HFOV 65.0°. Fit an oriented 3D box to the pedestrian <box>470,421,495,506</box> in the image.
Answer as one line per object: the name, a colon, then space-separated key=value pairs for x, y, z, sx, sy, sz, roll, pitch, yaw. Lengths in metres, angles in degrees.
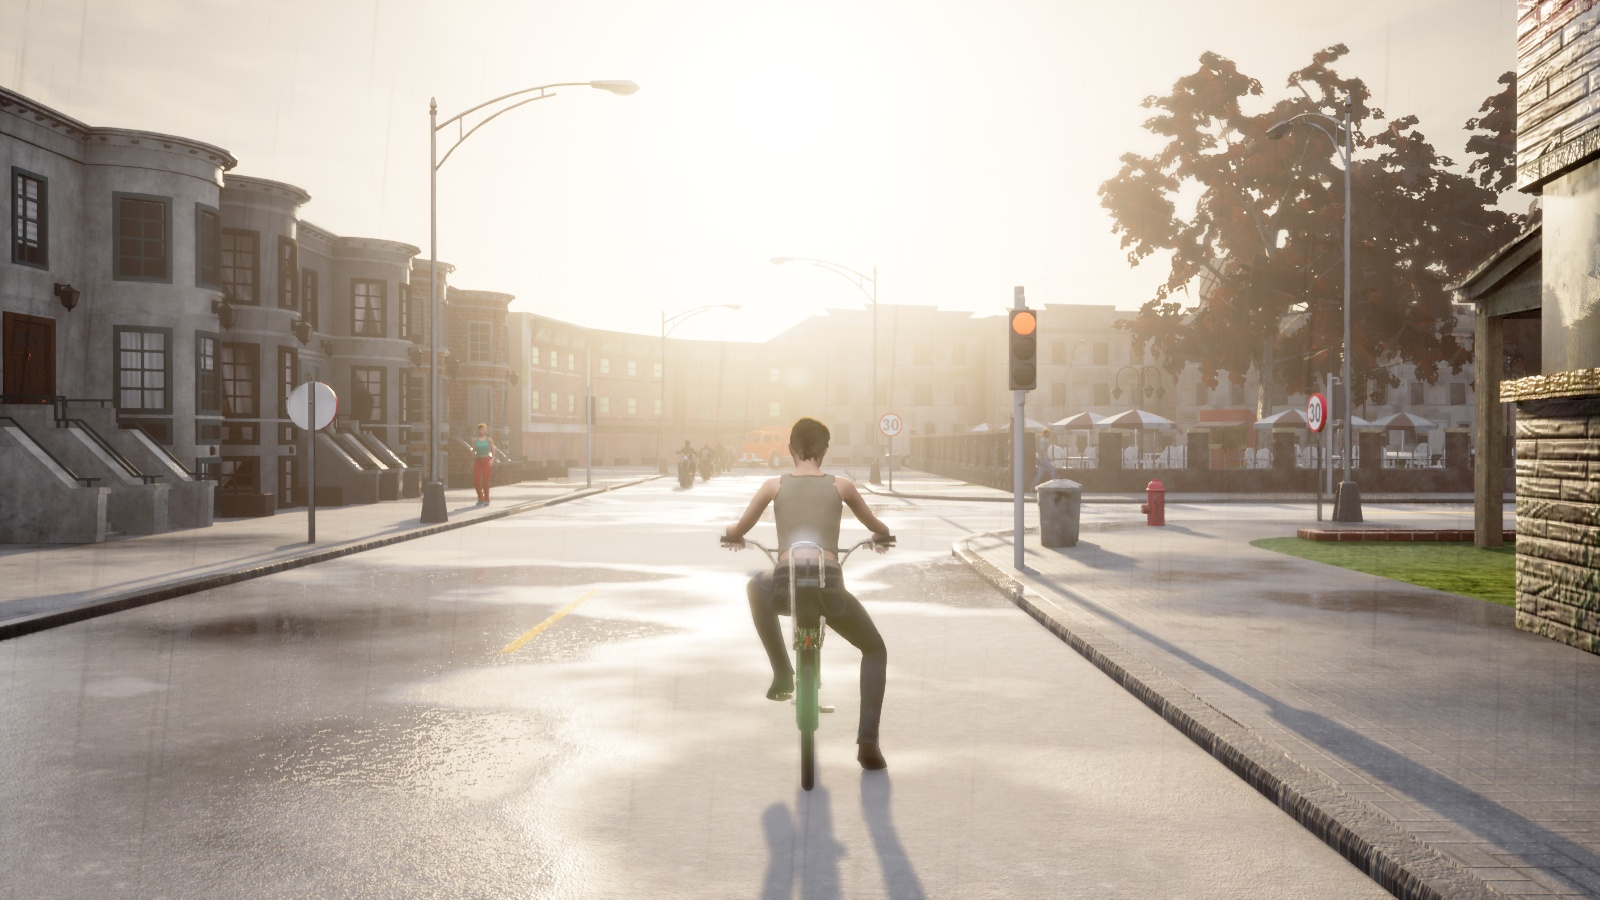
pedestrian: x=-6.950 y=0.295 z=27.469 sx=0.345 sy=1.836 sz=0.594 roll=0 pitch=0 yaw=6

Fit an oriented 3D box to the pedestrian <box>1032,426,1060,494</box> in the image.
pedestrian: x=6.718 y=0.268 z=34.337 sx=0.706 sy=1.836 sz=0.354 roll=0 pitch=0 yaw=2

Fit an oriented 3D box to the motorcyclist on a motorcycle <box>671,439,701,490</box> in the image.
motorcyclist on a motorcycle: x=-3.799 y=0.456 z=42.030 sx=0.766 sy=1.649 sz=2.350 roll=0 pitch=0 yaw=0

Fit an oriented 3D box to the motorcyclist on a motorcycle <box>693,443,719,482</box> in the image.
motorcyclist on a motorcycle: x=-3.766 y=0.494 z=50.396 sx=0.866 sy=1.530 sz=2.191 roll=0 pitch=1 yaw=0

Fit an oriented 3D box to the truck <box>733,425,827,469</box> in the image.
truck: x=-1.153 y=-0.146 z=74.011 sx=2.627 sy=2.467 sz=5.204 roll=0 pitch=-1 yaw=44

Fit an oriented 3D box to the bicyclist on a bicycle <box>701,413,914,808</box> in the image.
bicyclist on a bicycle: x=0.037 y=0.650 z=5.875 sx=0.866 sy=1.612 sz=1.509 roll=0 pitch=0 yaw=0

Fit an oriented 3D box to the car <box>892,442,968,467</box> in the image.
car: x=8.024 y=0.260 z=77.940 sx=4.514 sy=1.525 sz=2.007 roll=0 pitch=0 yaw=0
